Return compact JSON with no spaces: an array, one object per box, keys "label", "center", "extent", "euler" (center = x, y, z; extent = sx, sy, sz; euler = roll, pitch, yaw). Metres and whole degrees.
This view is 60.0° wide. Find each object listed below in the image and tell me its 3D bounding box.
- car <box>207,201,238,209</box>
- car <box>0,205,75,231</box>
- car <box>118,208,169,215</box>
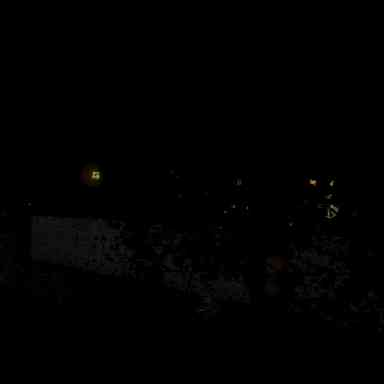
[{"label":"car","center":[3.358,1.656,36.643],"extent":[4.674,1.442,1.812],"euler":[1,2,-43]},{"label":"car","center":[-10.255,1.576,21.365],"extent":[2.033,1.411,5.357],"euler":[3,2,38]},{"label":"car","center":[-3.838,1.606,29.245],"extent":[2.033,1.411,5.357],"euler":[3,2,41]}]
